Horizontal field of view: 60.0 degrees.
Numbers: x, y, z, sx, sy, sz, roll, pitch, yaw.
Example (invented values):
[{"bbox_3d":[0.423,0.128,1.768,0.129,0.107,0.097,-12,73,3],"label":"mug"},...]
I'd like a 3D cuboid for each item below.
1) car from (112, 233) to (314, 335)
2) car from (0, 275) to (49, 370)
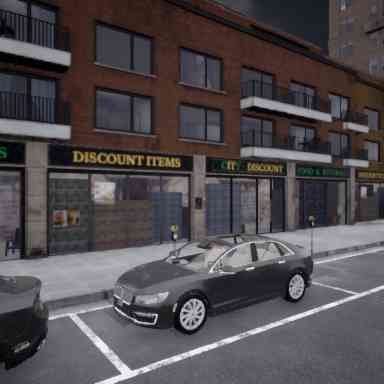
[{"bbox_3d":[0.623,1.550,6.628,4.403,1.369,2.008,0,0,-35],"label":"car"},{"bbox_3d":[-3.873,1.551,3.427,4.403,1.369,2.008,0,0,-35],"label":"car"}]
